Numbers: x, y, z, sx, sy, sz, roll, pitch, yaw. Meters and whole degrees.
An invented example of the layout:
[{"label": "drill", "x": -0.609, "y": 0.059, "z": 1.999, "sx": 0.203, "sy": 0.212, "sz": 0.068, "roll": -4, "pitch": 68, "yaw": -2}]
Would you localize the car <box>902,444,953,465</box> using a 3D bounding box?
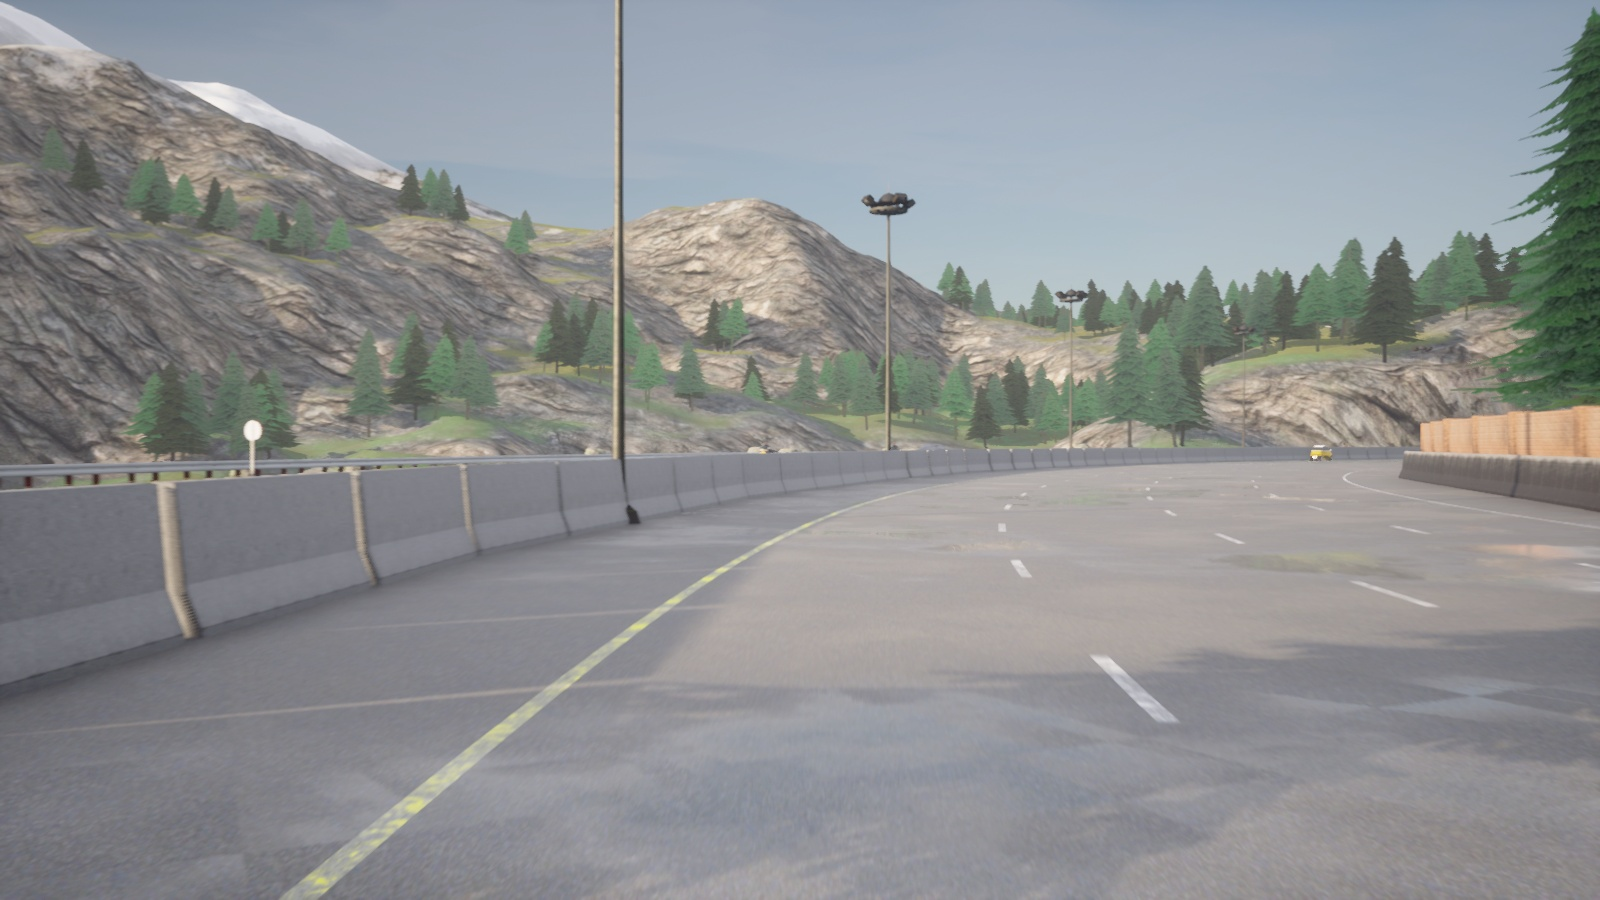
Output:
[{"label": "car", "x": 9.278, "y": 0.293, "z": 91.015, "sx": 1.812, "sy": 1.442, "sz": 4.674, "roll": 0, "pitch": 0, "yaw": 32}]
